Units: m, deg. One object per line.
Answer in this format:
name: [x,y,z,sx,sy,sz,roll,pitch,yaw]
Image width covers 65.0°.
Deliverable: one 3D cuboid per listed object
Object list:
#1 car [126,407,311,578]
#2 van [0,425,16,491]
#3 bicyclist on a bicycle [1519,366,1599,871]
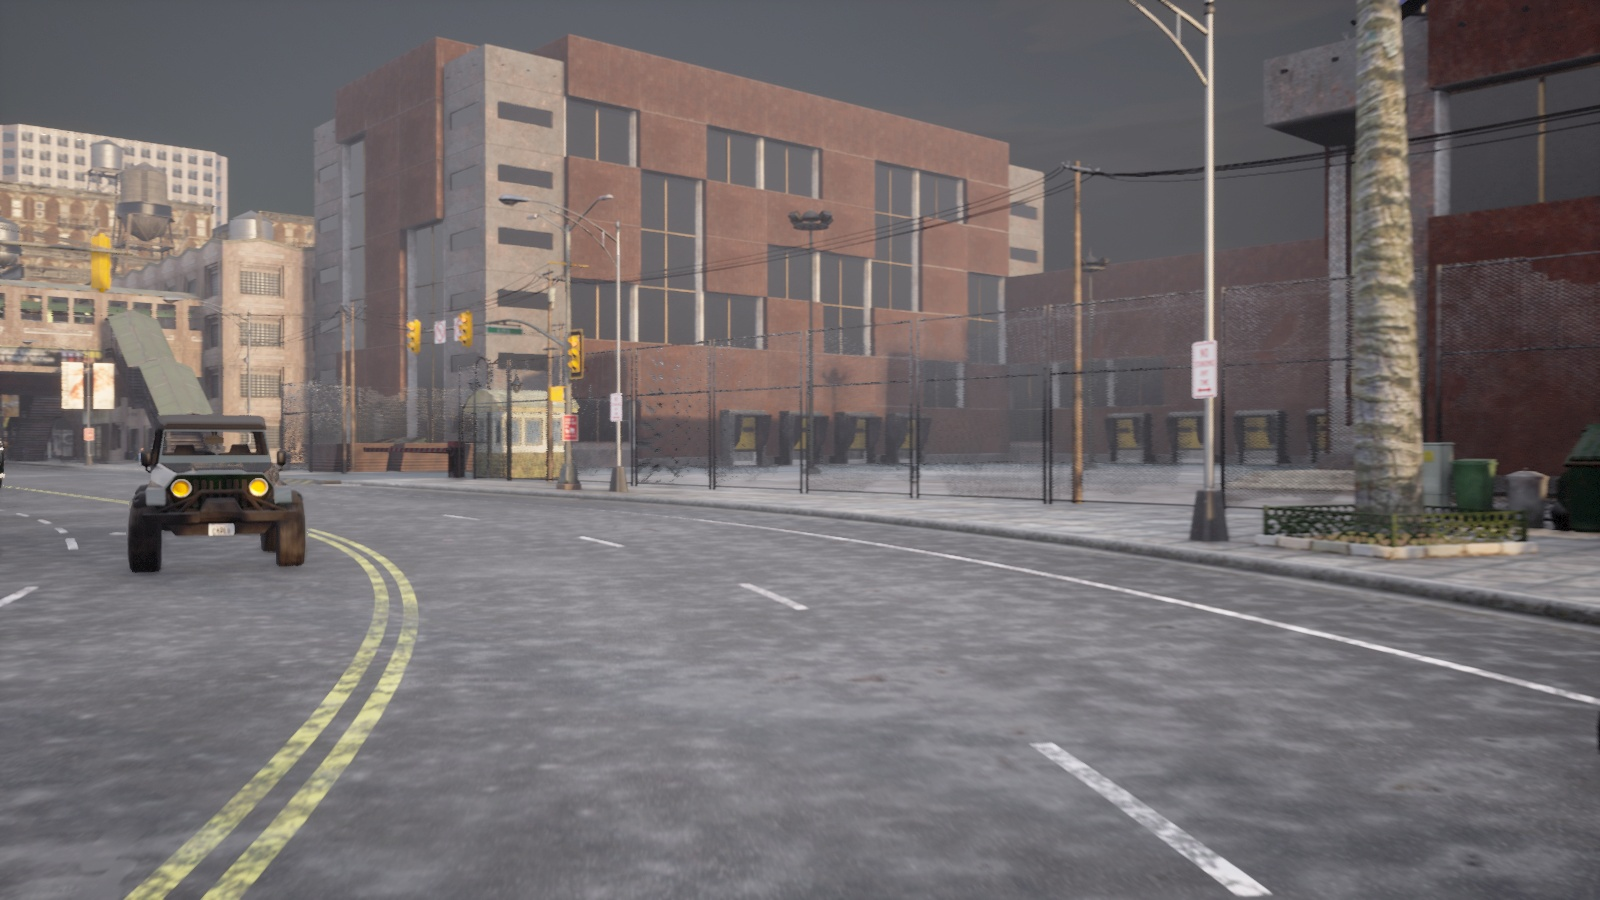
car: [-7.432,0.453,15.946,1.905,1.878,3.866,0,0,-27]
van: [-26.951,0.242,40.528,2.069,2.038,4.480,0,0,-41]
bicyclist on a bicycle: [3.190,0.595,3.950,0.659,1.776,1.843,0,1,-6]
